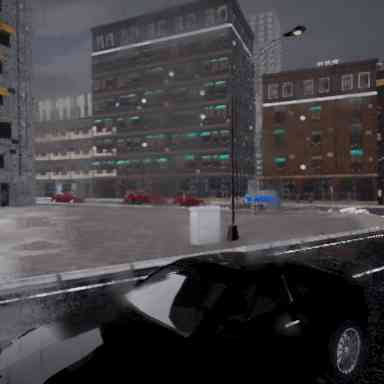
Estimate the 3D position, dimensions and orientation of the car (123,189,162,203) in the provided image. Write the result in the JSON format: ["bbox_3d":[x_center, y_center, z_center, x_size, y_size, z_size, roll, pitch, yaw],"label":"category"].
[{"bbox_3d":[-7.012,0.500,47.225,5.009,1.841,2.192,1,0,23],"label":"car"}]

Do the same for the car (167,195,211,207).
[{"bbox_3d":[-0.070,1.006,35.119,4.206,1.307,1.802,1,0,23],"label":"car"}]

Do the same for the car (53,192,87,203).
[{"bbox_3d":[-16.501,0.723,45.019,4.181,1.385,1.994,1,1,24],"label":"car"}]

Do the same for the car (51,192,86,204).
[{"bbox_3d":[-15.598,0.763,41.792,4.507,1.381,1.887,1,0,23],"label":"car"}]

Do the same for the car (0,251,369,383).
[{"bbox_3d":[0.294,1.513,3.924,4.674,1.442,1.812,0,0,-36],"label":"car"}]

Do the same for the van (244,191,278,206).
[{"bbox_3d":[8.511,0.729,40.554,3.998,1.788,1.690,1,0,23],"label":"van"}]

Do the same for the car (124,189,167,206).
[{"bbox_3d":[-5.240,0.672,37.343,5.009,1.841,2.192,1,0,23],"label":"car"}]
